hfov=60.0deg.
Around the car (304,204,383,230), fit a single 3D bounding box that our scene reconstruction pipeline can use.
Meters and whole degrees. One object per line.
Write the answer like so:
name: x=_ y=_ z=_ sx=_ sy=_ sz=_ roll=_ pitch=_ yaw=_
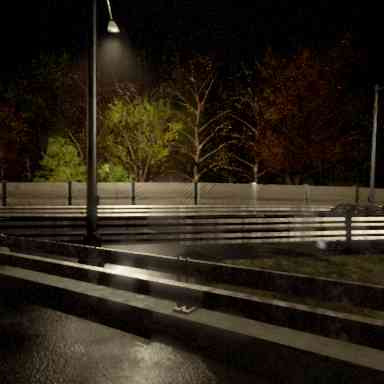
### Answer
car: x=8.408 y=1.401 z=17.786 sx=4.553 sy=1.767 sz=2.097 roll=2 pitch=0 yaw=-11
